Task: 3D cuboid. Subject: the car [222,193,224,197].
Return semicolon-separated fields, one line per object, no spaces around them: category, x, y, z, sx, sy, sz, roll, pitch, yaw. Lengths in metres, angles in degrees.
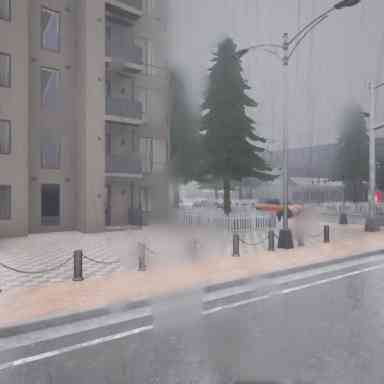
car;7.454;1.092;94.739;1.905;1.878;3.866;0;0;-37

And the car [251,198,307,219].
car;7.869;1.367;29.606;2.097;1.767;4.553;0;0;-37

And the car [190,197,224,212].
car;1.823;1.579;37.593;1.994;1.385;4.181;0;0;-37

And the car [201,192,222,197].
car;5.368;1.113;92.674;1.932;1.855;4.605;0;0;-37
